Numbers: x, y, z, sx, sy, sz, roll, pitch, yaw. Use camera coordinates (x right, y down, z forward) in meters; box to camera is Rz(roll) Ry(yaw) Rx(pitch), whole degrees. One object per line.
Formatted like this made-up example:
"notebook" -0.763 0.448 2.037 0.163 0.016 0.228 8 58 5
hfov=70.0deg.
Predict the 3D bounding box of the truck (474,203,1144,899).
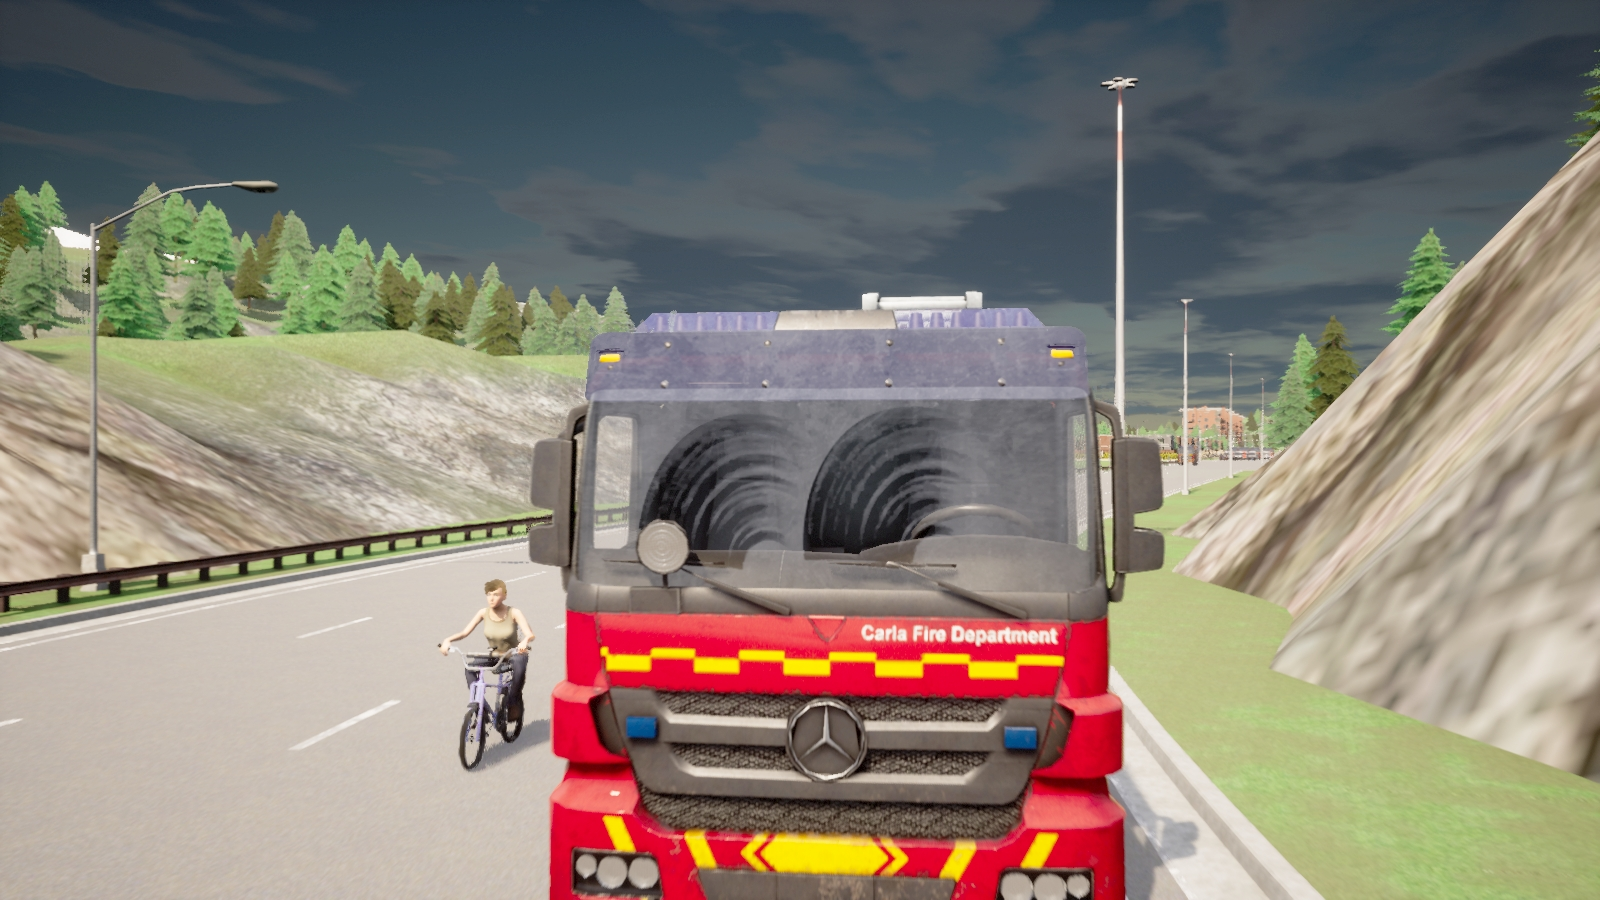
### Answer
"truck" 0.467 0.891 9.114 2.891 3.827 8.468 0 0 6

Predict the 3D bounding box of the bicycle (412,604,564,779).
"bicycle" -2.820 2.157 10.493 0.859 1.277 1.487 0 0 6
